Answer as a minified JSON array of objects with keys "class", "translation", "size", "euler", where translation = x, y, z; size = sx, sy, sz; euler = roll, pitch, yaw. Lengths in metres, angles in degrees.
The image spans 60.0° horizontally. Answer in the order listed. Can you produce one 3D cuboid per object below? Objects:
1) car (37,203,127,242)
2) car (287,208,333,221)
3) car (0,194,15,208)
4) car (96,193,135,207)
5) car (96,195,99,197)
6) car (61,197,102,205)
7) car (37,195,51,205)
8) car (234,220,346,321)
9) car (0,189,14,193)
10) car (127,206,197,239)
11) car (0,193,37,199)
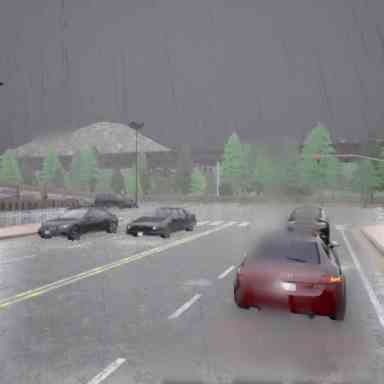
[{"class":"car","translation":[-5.522,1.525,16.843],"size":[1.812,1.442,4.674],"euler":[0,0,22]},{"class":"car","translation":[5.537,1.491,15.787],"size":[2.128,1.511,4.902],"euler":[0,0,22]},{"class":"car","translation":[-24.971,1.323,41.893],"size":[4.902,1.511,2.128],"euler":[2,1,20]},{"class":"car","translation":[-10.309,1.215,44.044],"size":[5.566,2.045,2.150],"euler":[0,0,20]},{"class":"car","translation":[-14.599,1.495,41.878],"size":[4.892,1.490,1.837],"euler":[0,0,20]},{"class":"car","translation":[-12.776,1.560,37.501],"size":[4.181,1.385,1.994],"euler":[0,0,20]},{"class":"car","translation":[-22.906,1.170,48.597],"size":[4.553,1.767,2.097],"euler":[2,1,20]},{"class":"car","translation":[2.288,1.564,7.492],"size":[1.994,1.385,4.181],"euler":[0,0,21]},{"class":"car","translation":[-34.490,0.267,60.471],"size":[4.902,1.511,2.128],"euler":[6,2,20]},{"class":"car","translation":[-1.386,1.547,17.732],"size":[2.033,1.411,5.357],"euler":[0,0,22]},{"class":"car","translation":[-24.278,1.300,45.369],"size":[4.902,1.511,2.128],"euler":[3,1,20]}]
